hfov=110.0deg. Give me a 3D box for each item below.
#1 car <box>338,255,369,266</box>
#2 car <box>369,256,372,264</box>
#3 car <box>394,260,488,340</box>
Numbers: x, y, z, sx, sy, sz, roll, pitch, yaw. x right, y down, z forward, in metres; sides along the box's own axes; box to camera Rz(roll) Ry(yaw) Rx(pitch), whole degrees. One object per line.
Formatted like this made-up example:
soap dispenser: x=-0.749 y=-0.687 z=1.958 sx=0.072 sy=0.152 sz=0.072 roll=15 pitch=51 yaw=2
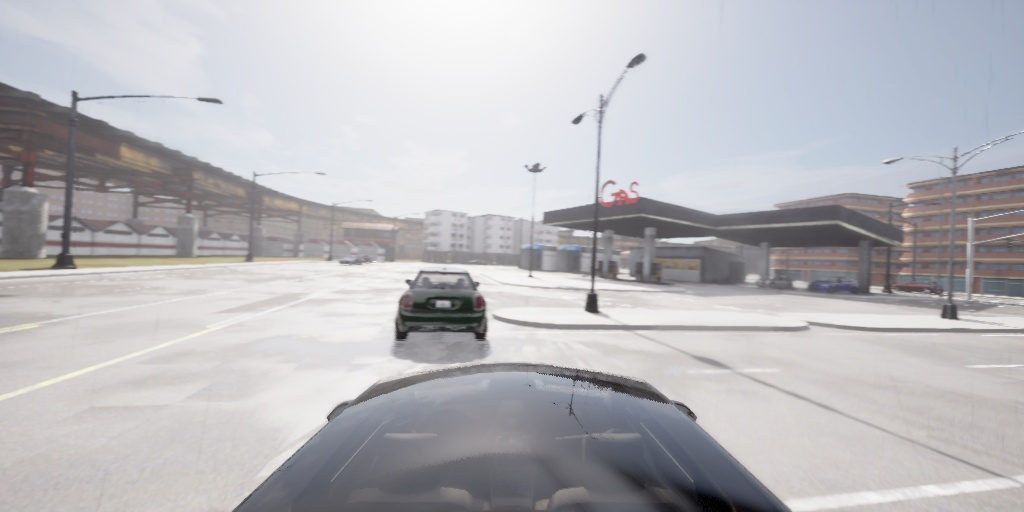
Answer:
car: x=-22.213 y=0.634 z=49.778 sx=2.033 sy=1.411 sz=5.357 roll=3 pitch=0 yaw=-4
car: x=-25.100 y=0.533 z=59.717 sx=1.837 sy=1.490 sz=4.892 roll=1 pitch=0 yaw=6
car: x=-1.934 y=1.078 z=10.014 sx=2.097 sy=1.767 sz=4.553 roll=3 pitch=0 yaw=-11
